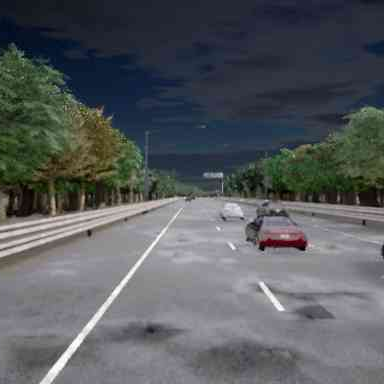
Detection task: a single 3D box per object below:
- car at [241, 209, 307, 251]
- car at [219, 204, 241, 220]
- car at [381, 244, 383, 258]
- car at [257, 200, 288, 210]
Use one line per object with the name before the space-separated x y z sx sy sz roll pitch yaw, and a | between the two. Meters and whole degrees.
car | 3.601 1.695 14.883 1.994 1.385 4.181 0 0 0
car | 3.604 1.797 30.956 1.812 1.442 4.674 0 -1 0
car | 7.093 1.605 8.924 1.812 1.442 4.674 0 -1 0
car | 7.102 1.612 29.703 2.097 1.767 4.553 0 0 0
